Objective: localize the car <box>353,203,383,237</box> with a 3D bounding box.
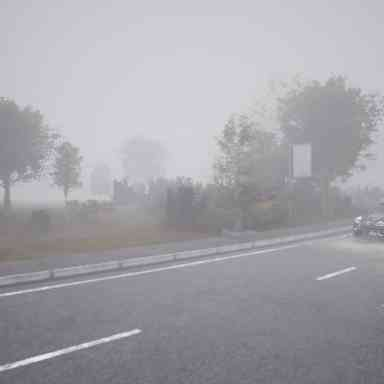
[{"bbox_3d":[10.172,1.372,17.237,4.553,1.767,2.097,0,0,-43],"label":"car"}]
